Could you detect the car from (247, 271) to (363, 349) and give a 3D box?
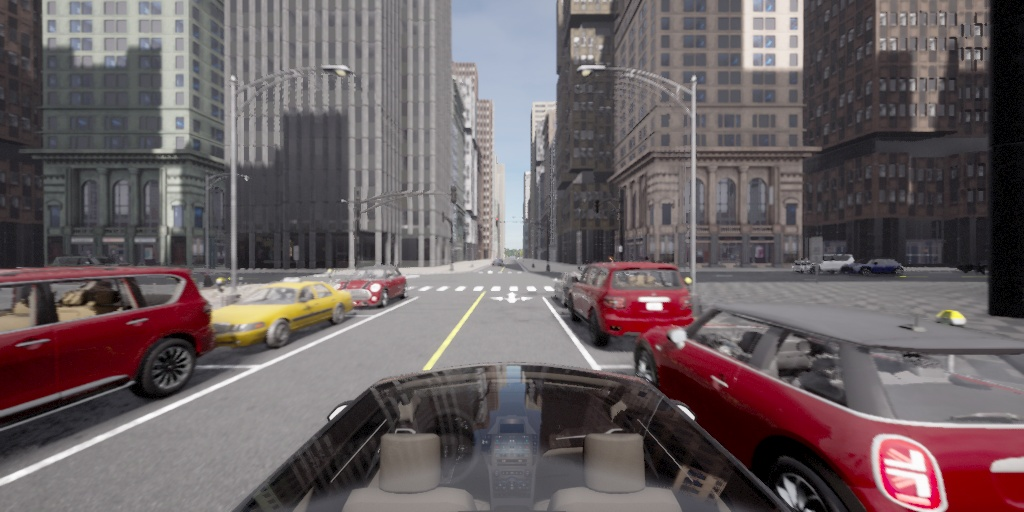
[{"bbox_3d":[-5.765,1.268,9.175,1.751,1.417,4.829,0,0,0],"label":"car"}]

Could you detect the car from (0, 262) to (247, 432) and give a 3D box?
[{"bbox_3d":[-5.764,1.063,3.743,2.192,1.841,5.009,0,0,0],"label":"car"}]

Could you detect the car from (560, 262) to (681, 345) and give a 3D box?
[{"bbox_3d":[2.760,1.057,9.349,2.192,1.841,5.009,0,0,0],"label":"car"}]

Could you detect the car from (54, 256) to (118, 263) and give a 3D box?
[{"bbox_3d":[-35.444,1.048,30.350,5.566,2.045,2.150,0,0,0],"label":"car"}]

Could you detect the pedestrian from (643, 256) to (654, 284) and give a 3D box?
[{"bbox_3d":[7.928,0.885,21.029,0.375,1.860,0.375,0,0,0],"label":"pedestrian"}]

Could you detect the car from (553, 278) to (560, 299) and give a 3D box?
[{"bbox_3d":[2.759,1.287,14.950,2.007,1.370,4.403,0,0,0],"label":"car"}]

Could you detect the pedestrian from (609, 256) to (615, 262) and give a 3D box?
[{"bbox_3d":[5.697,0.875,20.428,0.375,1.860,0.375,0,0,0],"label":"pedestrian"}]

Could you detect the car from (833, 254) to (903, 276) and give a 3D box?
[{"bbox_3d":[33.717,0.970,33.767,4.553,1.767,2.097,0,0,0],"label":"car"}]

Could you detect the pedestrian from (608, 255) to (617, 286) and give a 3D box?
[{"bbox_3d":[6.061,0.876,21.628,0.375,1.860,0.375,0,0,0],"label":"pedestrian"}]

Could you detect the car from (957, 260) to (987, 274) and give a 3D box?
[{"bbox_3d":[49.170,1.072,36.925,4.718,1.301,1.895,0,0,0],"label":"car"}]

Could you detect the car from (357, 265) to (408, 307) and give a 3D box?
[{"bbox_3d":[-5.766,1.176,14.947,1.967,1.591,4.097,0,0,0],"label":"car"}]

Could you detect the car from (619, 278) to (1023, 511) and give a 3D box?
[{"bbox_3d":[2.762,1.188,3.746,1.967,1.591,4.097,0,0,0],"label":"car"}]

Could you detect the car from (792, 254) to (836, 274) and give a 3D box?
[{"bbox_3d":[32.185,0.826,37.019,5.566,2.045,2.150,0,0,0],"label":"car"}]
